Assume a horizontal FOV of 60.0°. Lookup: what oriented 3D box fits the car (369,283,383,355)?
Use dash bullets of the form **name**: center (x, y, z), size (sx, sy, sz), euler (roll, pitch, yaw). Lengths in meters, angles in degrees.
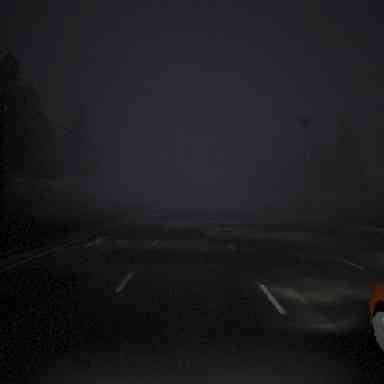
- **car**: center (3.599, 1.513, 3.028), size (1.882, 1.535, 5.008), euler (0, -1, 0)
